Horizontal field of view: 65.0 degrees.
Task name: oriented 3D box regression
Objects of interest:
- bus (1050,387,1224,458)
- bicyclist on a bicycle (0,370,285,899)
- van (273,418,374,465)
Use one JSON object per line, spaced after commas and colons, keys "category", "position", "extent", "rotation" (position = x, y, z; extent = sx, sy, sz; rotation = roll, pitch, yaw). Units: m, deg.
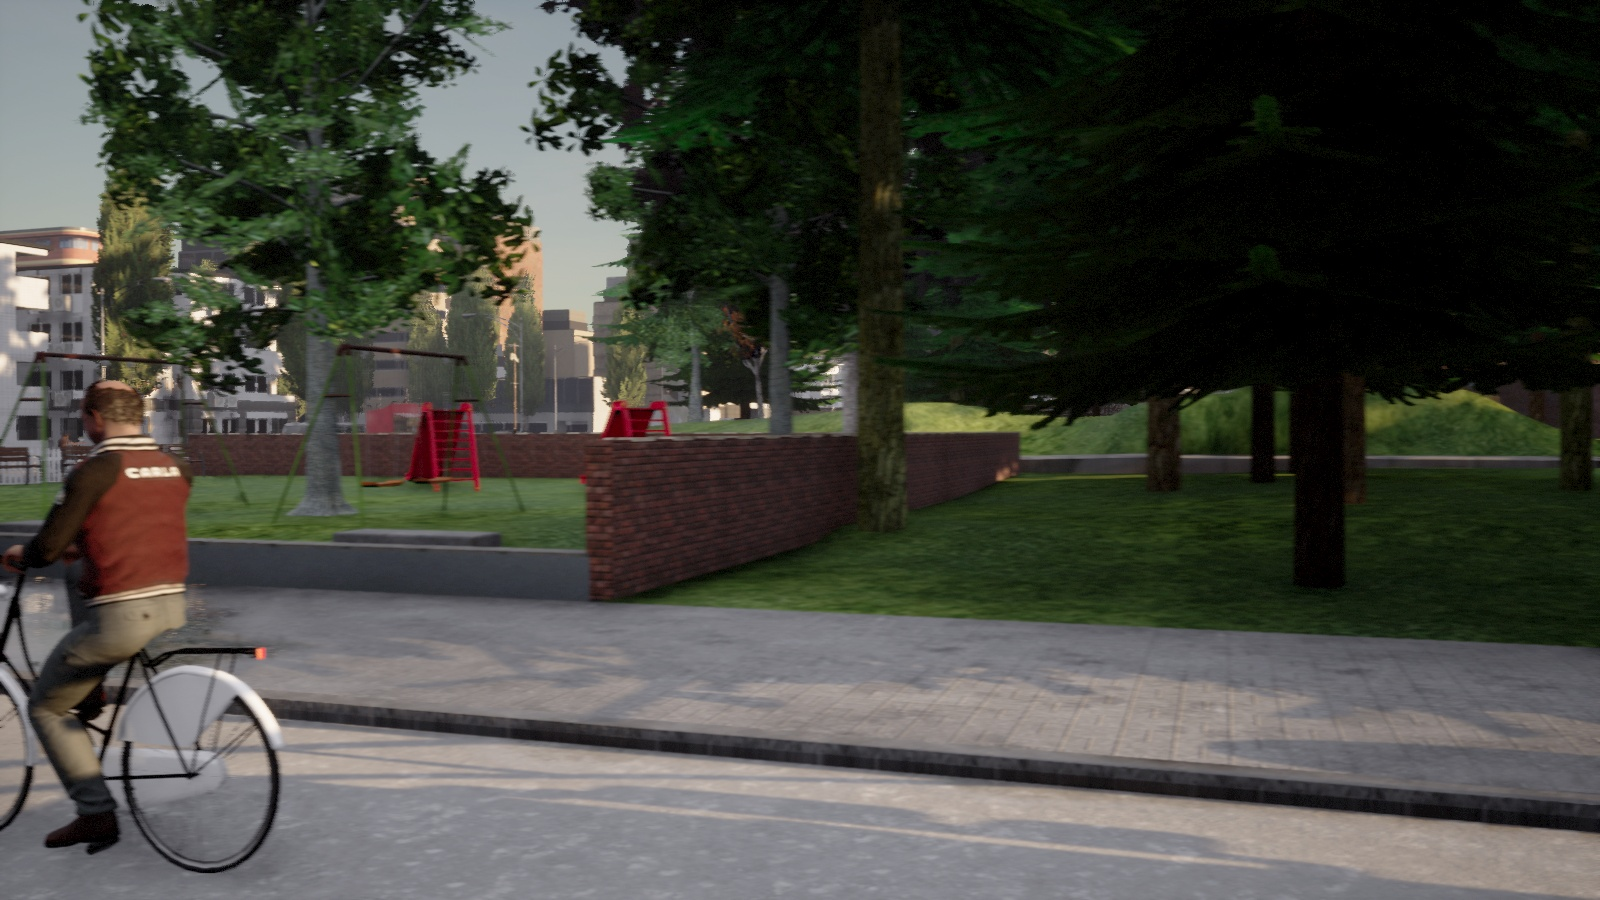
{"category": "bus", "position": [21.170, -1.739, 79.031], "extent": [10.273, 4.253, 3.944], "rotation": [1, 1, 16]}
{"category": "bicyclist on a bicycle", "position": [-2.918, 0.608, 4.701], "extent": [1.843, 1.776, 0.659], "rotation": [1, 1, 19]}
{"category": "van", "position": [-21.098, -0.415, 55.770], "extent": [1.775, 1.987, 4.442], "rotation": [1, 1, 19]}
